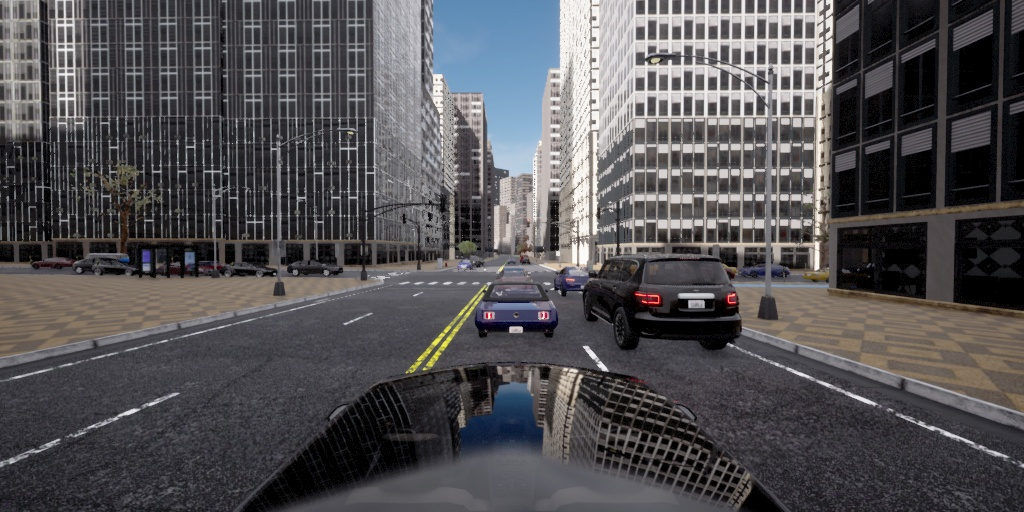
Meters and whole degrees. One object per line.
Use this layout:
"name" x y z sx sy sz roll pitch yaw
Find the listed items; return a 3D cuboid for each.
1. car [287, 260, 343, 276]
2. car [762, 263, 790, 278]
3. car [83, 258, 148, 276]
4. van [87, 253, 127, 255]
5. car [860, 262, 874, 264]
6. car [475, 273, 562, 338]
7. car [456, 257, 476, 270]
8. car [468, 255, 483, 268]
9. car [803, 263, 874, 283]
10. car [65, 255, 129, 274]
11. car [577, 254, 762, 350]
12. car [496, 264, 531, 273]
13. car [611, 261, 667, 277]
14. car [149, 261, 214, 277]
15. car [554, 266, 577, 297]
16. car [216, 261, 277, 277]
"car" -18.472 1.106 33.765 4.892 1.490 1.837 1 1 1
"car" 25.462 1.466 36.287 4.674 1.442 1.812 1 1 1
"car" -34.128 1.068 31.437 4.313 1.339 1.948 0 0 1
"van" -45.328 0.603 40.085 3.998 1.789 1.690 0 0 1
"car" 35.898 1.384 36.102 4.553 1.767 2.097 0 1 1
"car" 0.093 1.347 10.166 1.895 1.301 4.718 0 0 0
"car" -6.641 1.239 51.190 1.812 1.442 4.674 0 0 -2
"car" -6.636 0.923 61.153 2.150 2.045 5.566 0 0 0
"car" 27.611 1.578 30.471 4.829 1.417 1.751 0 0 1
"car" -38.791 0.921 34.165 4.892 1.490 1.837 1 1 1
"car" 3.343 0.968 9.204 2.150 2.045 5.566 0 0 0
"car" 0.083 1.304 18.903 1.994 1.385 4.181 0 0 0
"car" 12.854 1.306 36.599 5.008 1.535 1.882 0 1 3
"car" -28.447 1.137 31.269 4.207 1.307 1.802 0 0 1
"car" 3.332 1.266 18.896 1.812 1.442 4.674 0 0 0
"car" -22.763 1.172 31.142 4.313 1.339 1.948 0 0 1
